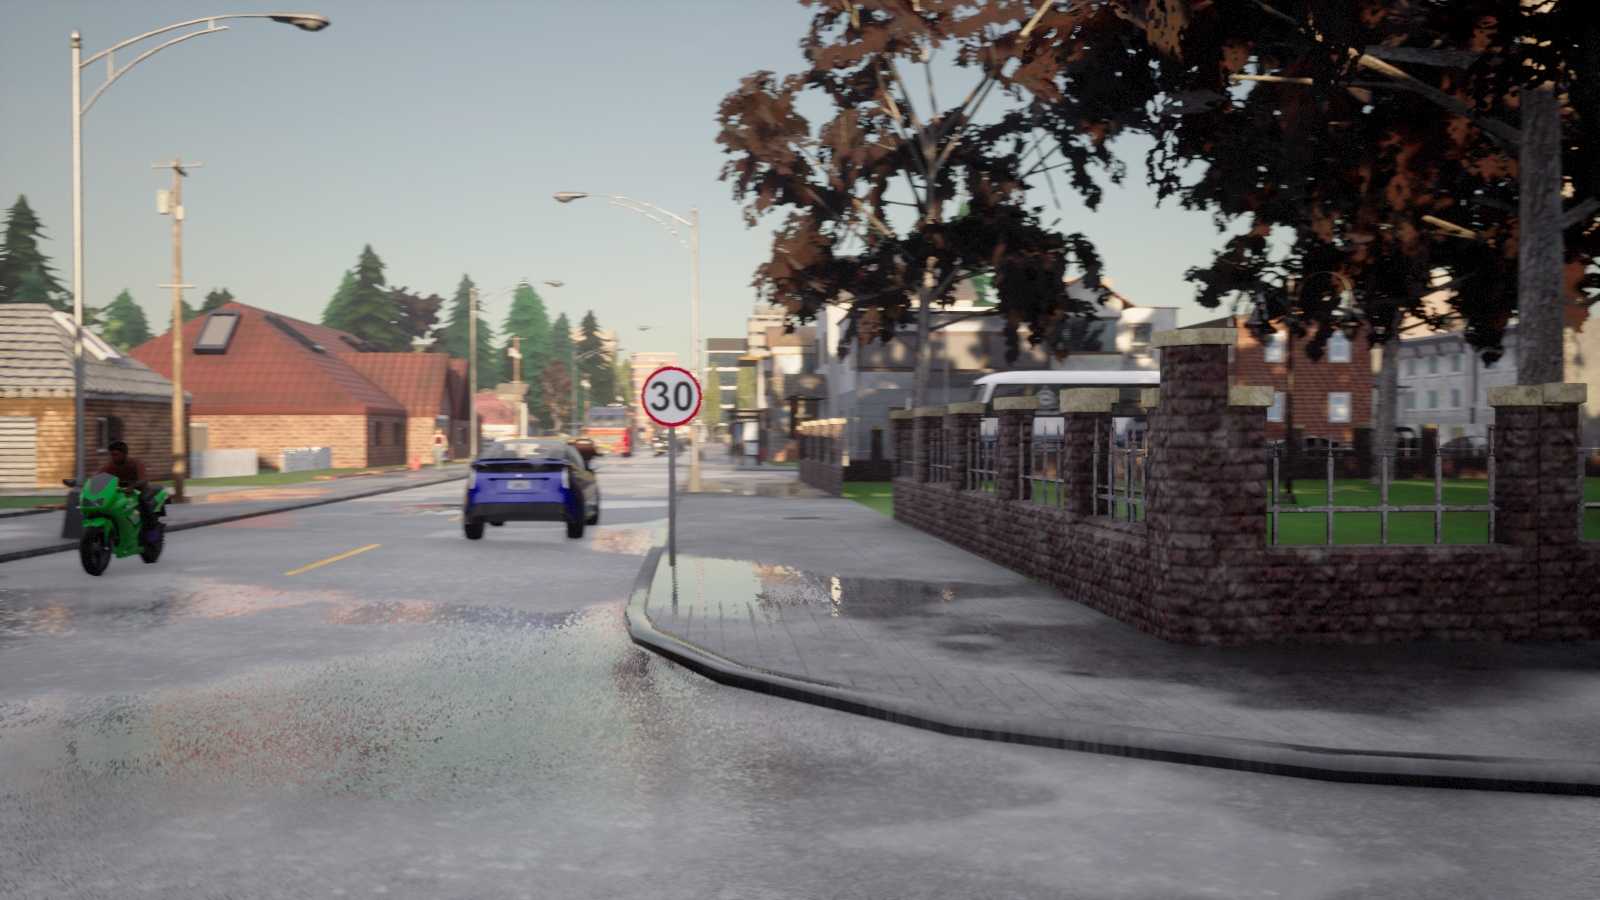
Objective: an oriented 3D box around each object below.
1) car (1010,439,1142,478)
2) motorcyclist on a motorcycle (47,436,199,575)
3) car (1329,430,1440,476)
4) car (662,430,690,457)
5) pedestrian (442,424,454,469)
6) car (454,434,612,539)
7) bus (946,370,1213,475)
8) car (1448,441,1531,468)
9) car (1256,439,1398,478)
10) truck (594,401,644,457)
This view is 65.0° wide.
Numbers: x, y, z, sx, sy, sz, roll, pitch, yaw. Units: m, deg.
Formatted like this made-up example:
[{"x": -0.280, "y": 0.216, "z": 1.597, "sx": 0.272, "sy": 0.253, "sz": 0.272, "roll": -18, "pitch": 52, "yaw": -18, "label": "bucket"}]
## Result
[{"x": 10.692, "y": 0.325, "z": 48.867, "sx": 4.674, "sy": 1.442, "sz": 1.812, "roll": 0, "pitch": 1, "yaw": -7, "label": "car"}, {"x": -7.901, "y": 0.596, "z": 14.774, "sx": 0.797, "sy": 1.523, "sz": 2.044, "roll": 0, "pitch": 1, "yaw": -4, "label": "motorcyclist on a motorcycle"}, {"x": 24.939, "y": 0.108, "z": 53.665, "sx": 3.866, "sy": 1.878, "sz": 1.905, "roll": 0, "pitch": 1, "yaw": 3, "label": "car"}, {"x": -9.025, "y": -0.491, "z": 91.735, "sx": 1.932, "sy": 1.855, "sz": 4.605, "roll": 0, "pitch": 1, "yaw": -4, "label": "car"}, {"x": -14.489, "y": -0.152, "z": 51.692, "sx": 0.345, "sy": 1.836, "sz": 0.594, "roll": 0, "pitch": 1, "yaw": -4, "label": "pedestrian"}, {"x": -4.237, "y": 0.510, "z": 20.599, "sx": 2.007, "sy": 1.525, "sz": 4.514, "roll": 0, "pitch": 1, "yaw": -5, "label": "car"}, {"x": 11.630, "y": -1.122, "z": 53.040, "sx": 10.273, "sy": 4.253, "sz": 3.944, "roll": 0, "pitch": 1, "yaw": -4, "label": "bus"}, {"x": 37.886, "y": 0.217, "z": 69.144, "sx": 1.812, "sy": 1.442, "sz": 4.674, "roll": 0, "pitch": 1, "yaw": -3, "label": "car"}, {"x": 20.762, "y": 0.345, "z": 49.576, "sx": 4.892, "sy": 1.490, "sz": 1.837, "roll": 0, "pitch": 1, "yaw": -6, "label": "car"}, {"x": -12.948, "y": -1.476, "z": 90.496, "sx": 2.891, "sy": 3.827, "sz": 8.468, "roll": 0, "pitch": 1, "yaw": -4, "label": "truck"}]
